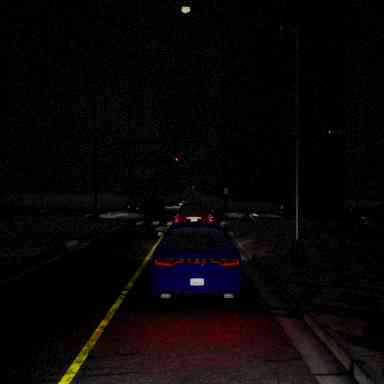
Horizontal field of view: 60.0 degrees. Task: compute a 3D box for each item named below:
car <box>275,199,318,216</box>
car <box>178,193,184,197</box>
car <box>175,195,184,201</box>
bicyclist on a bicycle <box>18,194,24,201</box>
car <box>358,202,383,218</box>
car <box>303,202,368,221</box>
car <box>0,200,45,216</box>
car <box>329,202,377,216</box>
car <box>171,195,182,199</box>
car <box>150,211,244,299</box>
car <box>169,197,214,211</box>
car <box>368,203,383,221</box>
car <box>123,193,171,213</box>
[{"bbox_3d":[10.947,1.539,34.188,4.553,1.767,2.097,1,0,0],"label":"car"},{"bbox_3d":[-3.035,1.493,67.422,2.128,1.511,4.902,0,0,0],"label":"car"},{"bbox_3d":[-3.021,1.399,81.697,2.128,1.511,4.902,0,0,0],"label":"car"},{"bbox_3d":[-20.502,1.031,39.724,0.582,1.620,1.656,1,0,0],"label":"bicyclist on a bicycle"},{"bbox_3d":[19.914,1.852,34.191,4.674,1.442,1.812,1,0,0],"label":"car"},{"bbox_3d":[12.131,1.774,28.339,4.313,1.339,1.947,1,-1,0],"label":"car"},{"bbox_3d":[-14.777,1.367,28.240,4.403,1.369,2.008,1,-1,0],"label":"car"},{"bbox_3d":[17.781,1.841,36.864,4.403,1.369,2.008,1,-1,0],"label":"car"},{"bbox_3d":[-3.108,1.526,53.437,1.812,1.442,4.674,0,0,1],"label":"car"},{"bbox_3d":[0.099,1.478,8.499,1.882,1.535,5.008,0,0,0],"label":"car"},{"bbox_3d":[0.118,1.352,17.653,2.097,1.767,4.553,0,0,1],"label":"car"},{"bbox_3d":[17.944,1.824,28.340,4.829,1.417,1.752,1,-1,0],"label":"car"},{"bbox_3d":[-5.092,1.205,36.557,2.150,2.045,5.566,3,1,30],"label":"car"}]
